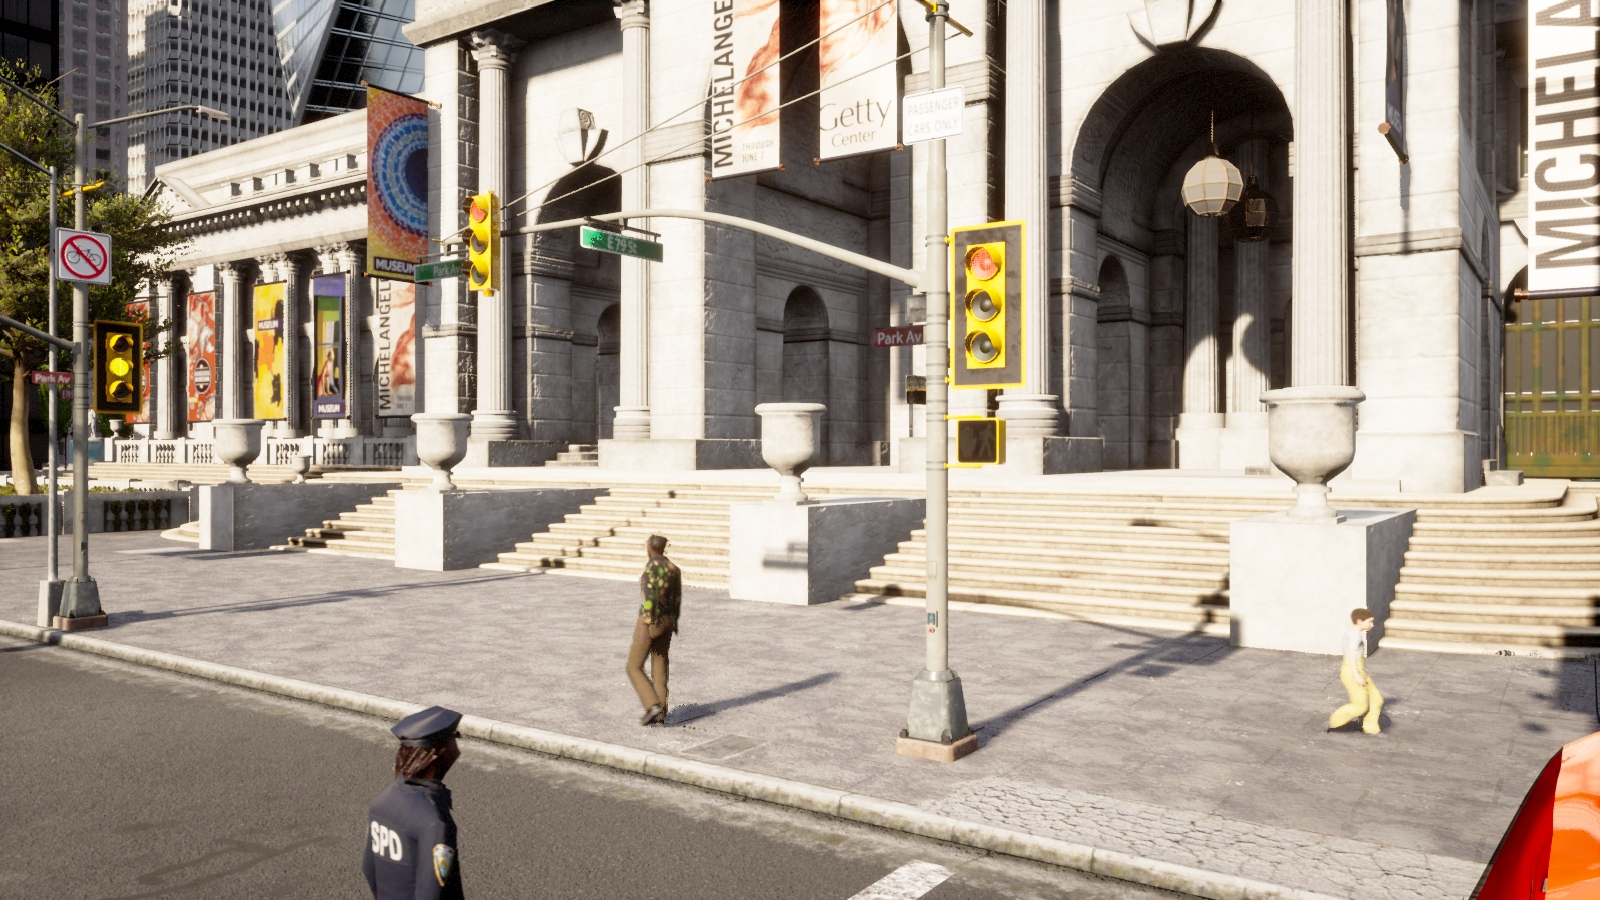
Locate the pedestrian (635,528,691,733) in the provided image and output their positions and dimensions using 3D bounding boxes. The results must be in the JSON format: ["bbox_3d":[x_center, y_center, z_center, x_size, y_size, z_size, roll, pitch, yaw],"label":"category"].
[{"bbox_3d":[-1.304,1.693,10.843,0.375,1.860,0.375,0,0,44],"label":"pedestrian"}]

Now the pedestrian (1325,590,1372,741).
[{"bbox_3d":[5.069,1.976,10.559,0.375,1.300,0.375,0,0,28],"label":"pedestrian"}]

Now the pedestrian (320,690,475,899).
[{"bbox_3d":[-1.440,1.847,4.101,0.375,1.860,0.375,0,0,33],"label":"pedestrian"}]

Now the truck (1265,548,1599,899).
[{"bbox_3d":[3.573,1.570,1.279,5.204,2.467,2.627,0,0,35],"label":"truck"}]
